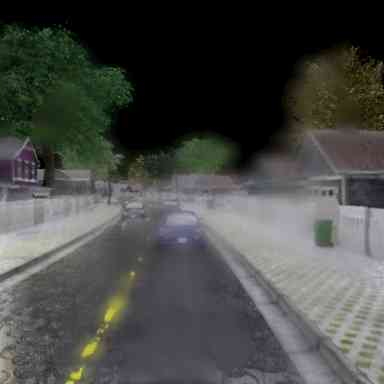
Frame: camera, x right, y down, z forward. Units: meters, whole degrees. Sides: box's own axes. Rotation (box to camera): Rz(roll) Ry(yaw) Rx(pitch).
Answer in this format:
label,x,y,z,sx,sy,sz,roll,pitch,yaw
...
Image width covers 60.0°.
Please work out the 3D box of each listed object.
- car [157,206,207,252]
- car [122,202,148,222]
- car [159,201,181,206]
label,x,y,z,sx,sy,sz,roll,pitch,yaw
car,-0.440,1.509,13.704,1.812,1.442,4.674,0,0,-4
car,-4.518,1.501,26.461,1.812,1.442,4.674,0,0,-7
car,-1.883,1.497,29.035,1.812,1.442,4.674,0,0,-7
